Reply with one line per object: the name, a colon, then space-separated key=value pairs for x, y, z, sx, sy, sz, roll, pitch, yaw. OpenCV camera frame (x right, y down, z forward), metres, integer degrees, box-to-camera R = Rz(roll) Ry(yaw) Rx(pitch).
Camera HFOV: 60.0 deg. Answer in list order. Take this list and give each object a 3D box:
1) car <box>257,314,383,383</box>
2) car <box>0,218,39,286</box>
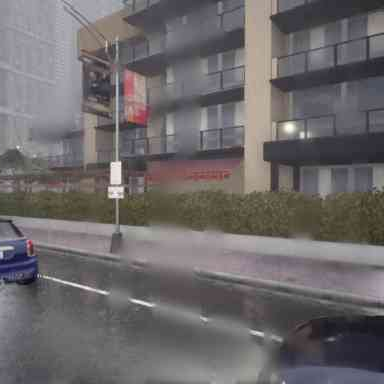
car: x=2.552 y=1.564 z=2.278 sx=4.181 sy=1.385 sz=1.994 roll=0 pitch=0 yaw=35
car: x=-5.824 y=1.351 z=8.169 sx=4.553 sy=1.767 sz=2.097 roll=0 pitch=0 yaw=35
